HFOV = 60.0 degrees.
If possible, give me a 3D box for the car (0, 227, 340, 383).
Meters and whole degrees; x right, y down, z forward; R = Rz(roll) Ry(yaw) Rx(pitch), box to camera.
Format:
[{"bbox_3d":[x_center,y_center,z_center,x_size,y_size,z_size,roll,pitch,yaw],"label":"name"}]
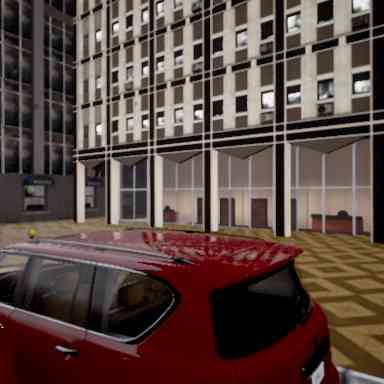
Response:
[{"bbox_3d":[-1.089,1.343,3.645,5.009,1.841,2.192,-1,0,36],"label":"car"}]
